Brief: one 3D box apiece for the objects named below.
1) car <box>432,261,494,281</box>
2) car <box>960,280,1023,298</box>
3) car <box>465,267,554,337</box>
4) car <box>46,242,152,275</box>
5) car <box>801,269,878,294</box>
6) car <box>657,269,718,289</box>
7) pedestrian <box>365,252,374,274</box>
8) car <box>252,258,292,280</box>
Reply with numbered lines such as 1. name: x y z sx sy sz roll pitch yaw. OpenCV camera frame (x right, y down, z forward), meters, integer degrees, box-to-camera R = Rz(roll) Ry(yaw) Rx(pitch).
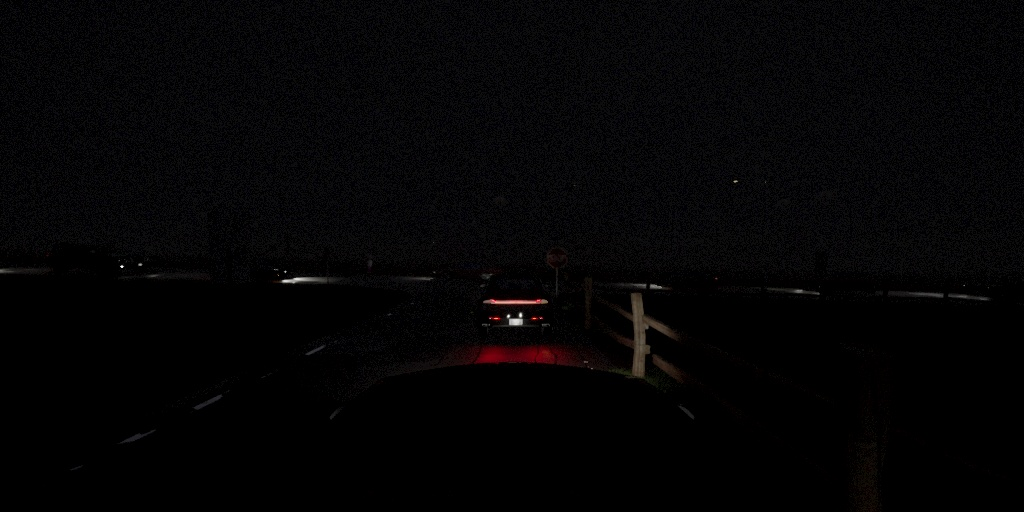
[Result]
1. car: -3.277 1.129 27.420 5.357 1.411 2.033 1 2 0
2. car: 37.452 2.469 27.278 4.718 1.301 1.895 2 3 0
3. car: 0.069 1.234 10.300 2.128 1.511 4.902 0 0 0
4. car: -28.099 0.143 24.457 5.566 2.045 2.150 2 3 0
5. car: 24.834 1.842 27.308 4.553 1.767 2.097 2 3 0
6. car: 13.331 1.696 27.333 4.181 1.385 1.994 2 3 0
7. pedestrian: -12.114 0.529 30.401 0.375 1.860 0.375 0 1 0
8. car: -17.451 0.840 24.457 4.181 1.385 1.994 2 3 0
